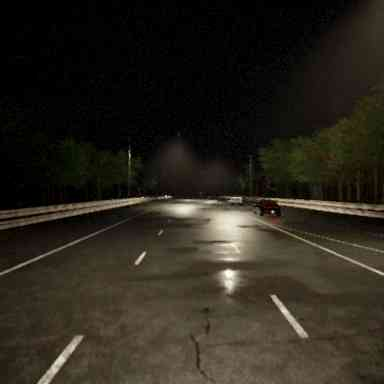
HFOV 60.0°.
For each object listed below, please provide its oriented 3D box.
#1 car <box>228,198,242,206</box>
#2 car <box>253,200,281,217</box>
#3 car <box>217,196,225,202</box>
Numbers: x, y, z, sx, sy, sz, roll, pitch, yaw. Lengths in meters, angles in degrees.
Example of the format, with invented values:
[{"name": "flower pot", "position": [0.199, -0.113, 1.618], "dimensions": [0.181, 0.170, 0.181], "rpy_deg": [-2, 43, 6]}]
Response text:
[{"name": "car", "position": [7.035, 1.624, 54.704], "dimensions": [1.895, 1.301, 4.718], "rpy_deg": [0, 0, 0]}, {"name": "car", "position": [7.085, 1.514, 31.842], "dimensions": [1.837, 1.490, 4.892], "rpy_deg": [0, 0, -1]}, {"name": "car", "position": [7.140, 1.704, 82.111], "dimensions": [2.128, 1.511, 4.902], "rpy_deg": [0, -1, 0]}]
